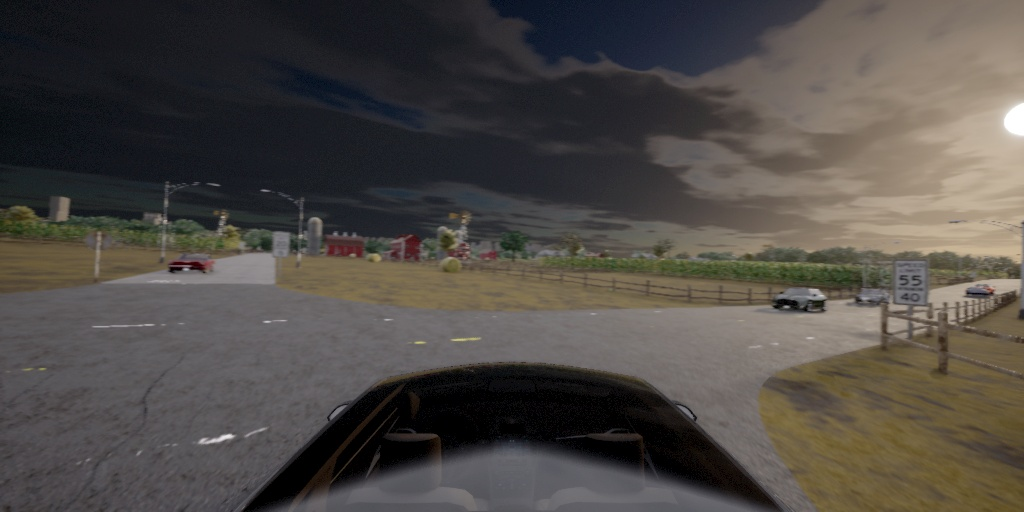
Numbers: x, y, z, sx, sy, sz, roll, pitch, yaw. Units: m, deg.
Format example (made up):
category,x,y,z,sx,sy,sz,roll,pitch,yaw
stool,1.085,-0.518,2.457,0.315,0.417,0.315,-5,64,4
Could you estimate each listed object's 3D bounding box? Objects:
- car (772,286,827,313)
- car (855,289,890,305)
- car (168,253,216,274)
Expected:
category,x,y,z,sx,sy,sz,roll,pitch,yaw
car,20.854,3.065,25.985,4.553,1.767,2.097,4,-2,-33
car,36.357,4.109,36.137,4.902,1.511,2.128,3,-2,-33
car,-21.387,0.487,24.099,1.895,1.301,4.718,3,-1,-33
